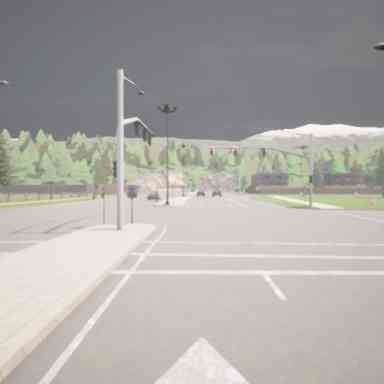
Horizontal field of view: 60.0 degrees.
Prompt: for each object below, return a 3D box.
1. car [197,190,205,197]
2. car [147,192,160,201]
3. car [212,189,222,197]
[{"bbox_3d":[2.032,0.332,74.722,2.128,1.511,4.902,0,1,2],"label":"car"},{"bbox_3d":[-6.552,0.743,56.884,1.812,1.442,4.674,0,1,2],"label":"car"},{"bbox_3d":[5.529,0.165,74.590,2.097,1.767,4.553,0,1,2],"label":"car"}]
